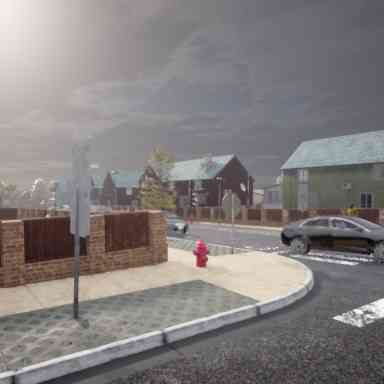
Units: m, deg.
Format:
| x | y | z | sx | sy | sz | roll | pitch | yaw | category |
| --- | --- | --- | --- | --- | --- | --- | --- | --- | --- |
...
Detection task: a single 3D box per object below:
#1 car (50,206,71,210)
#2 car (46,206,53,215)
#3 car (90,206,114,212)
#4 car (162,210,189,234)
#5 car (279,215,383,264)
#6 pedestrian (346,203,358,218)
| x | y | z | sx | sy | sz | roll | pitch | yaw | category |
| --- | --- | --- | --- | --- | --- | --- | --- | --- | --- |
| -15.242 | 2.696 | 40.178 | 1.895 | 1.301 | 4.718 | 1 | -2 | -35 | car |
| -23.620 | 3.175 | 56.775 | 1.837 | 1.490 | 4.892 | 1 | -3 | -36 | car |
| -7.982 | 2.101 | 30.074 | 2.097 | 1.767 | 4.553 | 1 | -3 | -36 | car |
| -2.111 | 1.961 | 21.925 | 2.128 | 1.511 | 4.902 | 1 | -3 | -36 | car |
| 5.663 | 1.620 | 12.254 | 4.902 | 1.511 | 2.128 | -3 | -3 | 43 | car |
| 8.367 | 1.463 | 17.427 | 0.375 | 1.860 | 0.375 | 0 | 0 | -36 | pedestrian |
